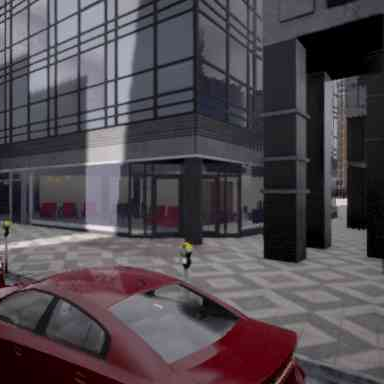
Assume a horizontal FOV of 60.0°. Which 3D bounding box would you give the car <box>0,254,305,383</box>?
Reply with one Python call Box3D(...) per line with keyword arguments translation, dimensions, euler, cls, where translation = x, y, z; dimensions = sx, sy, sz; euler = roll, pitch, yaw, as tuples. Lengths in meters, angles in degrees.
Box3D(translation=(-1.124, 1.516, 3.660), dimensions=(4.507, 1.381, 1.887), euler=(1, 0, 36), cls="car")
